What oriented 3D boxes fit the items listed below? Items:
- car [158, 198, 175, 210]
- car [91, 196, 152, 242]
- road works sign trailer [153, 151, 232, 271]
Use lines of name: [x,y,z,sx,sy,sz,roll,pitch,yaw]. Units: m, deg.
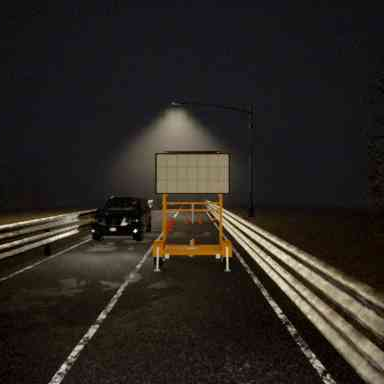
car: [-3.203,1.500,42.900,1.882,1.535,5.008,0,0,0]
car: [-3.332,1.230,16.816,2.150,2.045,5.566,0,0,0]
road works sign trailer: [0.022,0.470,10.867,2.380,3.560,2.880,0,0,0]
